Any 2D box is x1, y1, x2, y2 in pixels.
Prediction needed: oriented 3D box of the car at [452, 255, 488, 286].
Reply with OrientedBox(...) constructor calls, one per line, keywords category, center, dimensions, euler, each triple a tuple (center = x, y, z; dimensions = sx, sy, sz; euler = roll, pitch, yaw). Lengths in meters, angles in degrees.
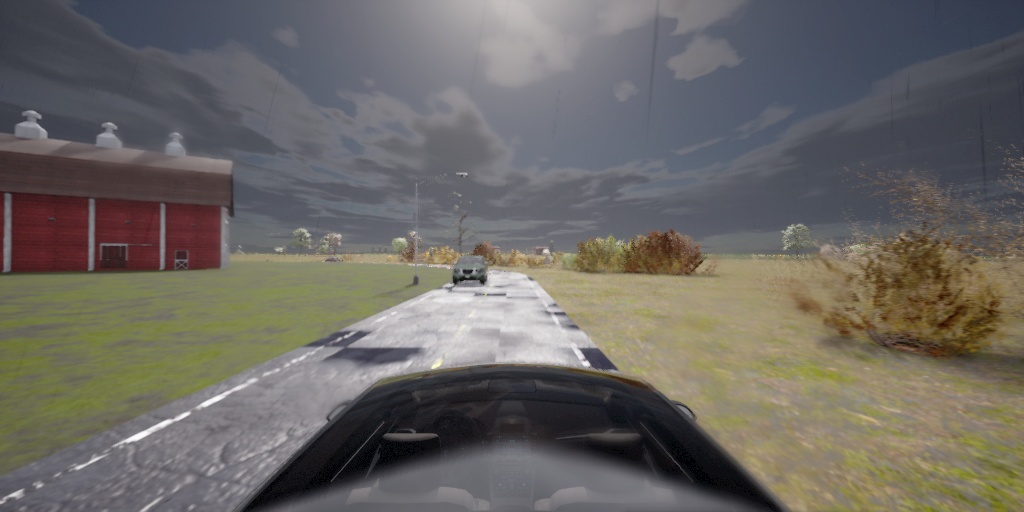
OrientedBox(category="car", center=(-2.906, 0.966, 25.929), dimensions=(2.150, 2.045, 5.566), euler=(0, 0, -1))
